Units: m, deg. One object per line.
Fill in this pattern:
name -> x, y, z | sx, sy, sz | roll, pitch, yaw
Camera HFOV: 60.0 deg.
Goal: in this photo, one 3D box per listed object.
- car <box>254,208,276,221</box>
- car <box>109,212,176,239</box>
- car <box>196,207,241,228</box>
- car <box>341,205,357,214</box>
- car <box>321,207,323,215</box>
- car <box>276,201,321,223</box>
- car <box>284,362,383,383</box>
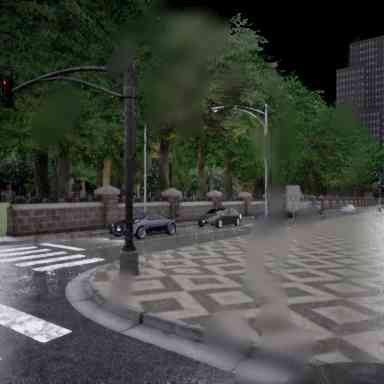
car -> 8.327, 2.321, 35.166 | 1.895, 1.301, 4.718 | 0, -1, 36
car -> -2.781, 1.887, 19.520 | 1.994, 1.385, 4.181 | 0, -1, 35
car -> 2.247, 2.005, 26.607 | 1.837, 1.490, 4.892 | 0, -1, 35
car -> 25.247, 2.770, 53.500 | 1.812, 1.442, 4.674 | 0, -1, 35
car -> 17.357, 2.568, 47.735 | 1.882, 1.535, 5.008 | 0, -1, 35
car -> 10.675, 1.928, 32.958 | 2.150, 2.045, 5.566 | 0, -1, 35
car -> 2.349, 1.551, 1.281 | 4.403, 1.369, 2.008 | 0, 0, 36
